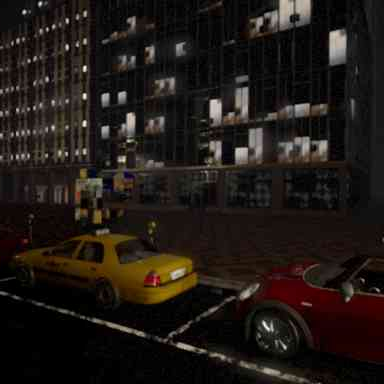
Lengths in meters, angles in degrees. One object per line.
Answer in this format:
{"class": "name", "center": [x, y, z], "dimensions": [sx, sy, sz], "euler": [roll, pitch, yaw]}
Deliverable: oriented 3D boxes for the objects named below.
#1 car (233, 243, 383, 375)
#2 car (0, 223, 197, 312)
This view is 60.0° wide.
{"class": "car", "center": [2.610, 1.439, 4.528], "dimensions": [4.097, 1.590, 1.967], "euler": [0, 0, 32]}
{"class": "car", "center": [-2.231, 1.517, 7.532], "dimensions": [4.829, 1.417, 1.752], "euler": [0, 0, 32]}
